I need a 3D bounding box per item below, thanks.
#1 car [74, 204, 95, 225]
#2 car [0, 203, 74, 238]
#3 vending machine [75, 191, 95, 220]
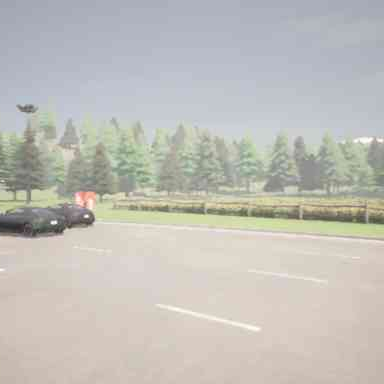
[{"bbox_3d":[-8.043,1.392,20.500,4.181,1.385,1.994,0,0,25],"label":"car"},{"bbox_3d":[-8.411,1.425,16.807,4.181,1.385,1.994,0,0,26],"label":"car"},{"bbox_3d":[-8.052,0.984,25.037,0.880,2.100,1.100,0,1,24],"label":"vending machine"}]
